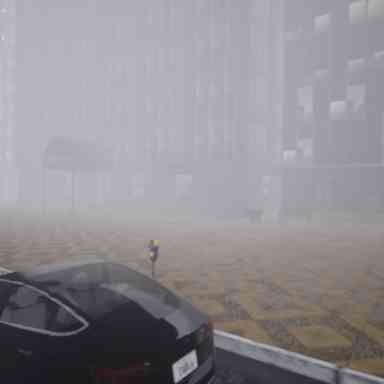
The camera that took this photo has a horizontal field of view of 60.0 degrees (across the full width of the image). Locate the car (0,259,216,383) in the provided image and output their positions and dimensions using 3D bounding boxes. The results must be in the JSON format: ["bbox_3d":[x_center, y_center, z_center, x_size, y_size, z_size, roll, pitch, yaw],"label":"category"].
[{"bbox_3d":[-1.750,1.536,4.112,4.313,1.339,1.947,1,1,35],"label":"car"}]
